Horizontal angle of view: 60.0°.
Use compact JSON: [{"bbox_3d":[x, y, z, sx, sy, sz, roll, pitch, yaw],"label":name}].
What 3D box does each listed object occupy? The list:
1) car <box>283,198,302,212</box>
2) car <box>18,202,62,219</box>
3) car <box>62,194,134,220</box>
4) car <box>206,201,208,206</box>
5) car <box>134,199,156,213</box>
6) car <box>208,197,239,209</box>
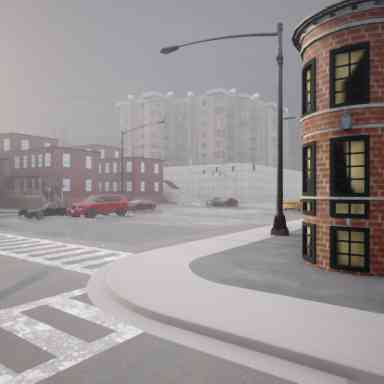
[{"bbox_3d":[12.408,1.478,39.357,1.882,1.535,5.008,0,0,36],"label":"car"},{"bbox_3d":[-12.247,1.547,29.260,2.033,1.411,5.357,0,0,36],"label":"car"},{"bbox_3d":[-8.052,1.221,29.109,2.150,2.045,5.566,0,0,36],"label":"car"},{"bbox_3d":[4.008,1.509,51.850,2.128,1.511,4.902,0,0,36],"label":"car"},{"bbox_3d":[-6.005,1.526,37.970,1.812,1.442,4.674,0,0,35],"label":"car"},{"bbox_3d":[4.774,1.477,46.953,1.882,1.535,5.008,0,0,36],"label":"car"}]
